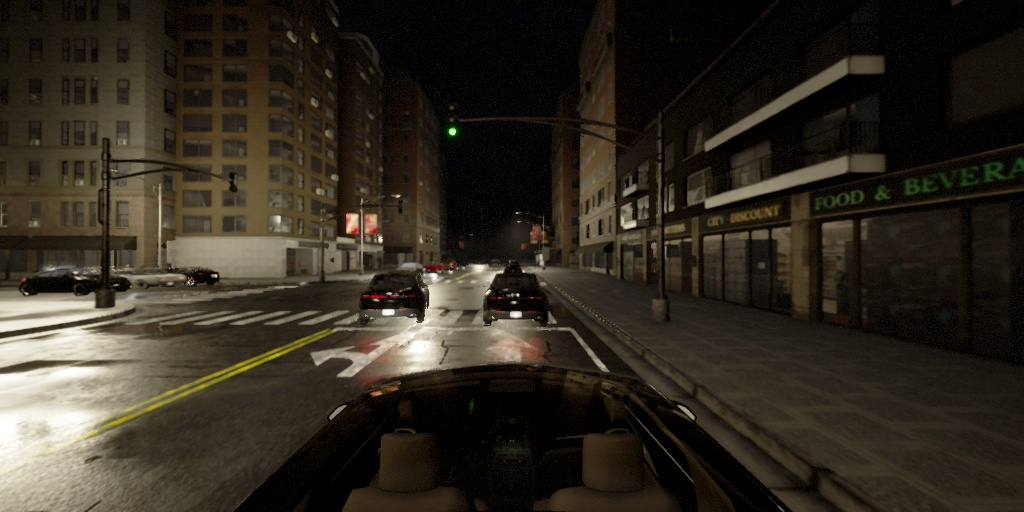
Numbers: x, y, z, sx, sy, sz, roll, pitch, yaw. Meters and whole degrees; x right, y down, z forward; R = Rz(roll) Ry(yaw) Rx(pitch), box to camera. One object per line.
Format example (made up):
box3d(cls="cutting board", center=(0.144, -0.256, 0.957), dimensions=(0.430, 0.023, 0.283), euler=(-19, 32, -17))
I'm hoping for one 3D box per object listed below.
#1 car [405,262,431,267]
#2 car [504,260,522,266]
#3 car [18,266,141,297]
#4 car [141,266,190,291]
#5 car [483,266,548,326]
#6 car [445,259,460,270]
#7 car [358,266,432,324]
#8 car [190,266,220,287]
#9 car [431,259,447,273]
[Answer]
box3d(cls="car", center=(-9.840, 1.345, 34.996), dimensions=(2.033, 1.411, 5.357), euler=(0, 0, 0))
box3d(cls="car", center=(0.111, 1.329, 38.911), dimensions=(1.812, 1.442, 4.674), euler=(0, 0, 0))
box3d(cls="car", center=(-22.538, 1.329, 18.647), dimensions=(4.181, 1.385, 1.994), euler=(0, 0, 0))
box3d(cls="car", center=(-22.874, 1.385, 21.681), dimensions=(4.718, 1.301, 1.895), euler=(0, 0, -1))
box3d(cls="car", center=(0.104, 1.268, 11.760), dimensions=(1.837, 1.490, 4.892), euler=(0, 0, 0))
box3d(cls="car", center=(-9.736, 1.184, 54.792), dimensions=(2.097, 1.767, 4.553), euler=(0, 0, 0))
box3d(cls="car", center=(-3.822, 1.269, 12.100), dimensions=(1.837, 1.490, 4.892), euler=(0, 0, -11))
box3d(cls="car", center=(-22.143, 1.366, 24.127), dimensions=(4.313, 1.339, 1.948), euler=(0, 0, 0))
box3d(cls="car", center=(-9.816, 1.414, 44.595), dimensions=(1.895, 1.301, 4.718), euler=(0, 0, 0))
